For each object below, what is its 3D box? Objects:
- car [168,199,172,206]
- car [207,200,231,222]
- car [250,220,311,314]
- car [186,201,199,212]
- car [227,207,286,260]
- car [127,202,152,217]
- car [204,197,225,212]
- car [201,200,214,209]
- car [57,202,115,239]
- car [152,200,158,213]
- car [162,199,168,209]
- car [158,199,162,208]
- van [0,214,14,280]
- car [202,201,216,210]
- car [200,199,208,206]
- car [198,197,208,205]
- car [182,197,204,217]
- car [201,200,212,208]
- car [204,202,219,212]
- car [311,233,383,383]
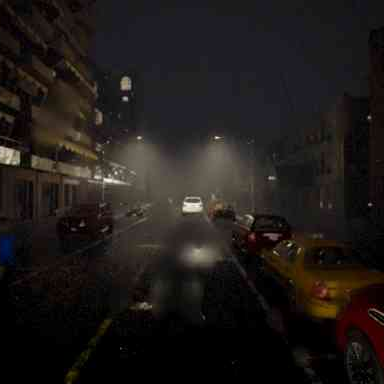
[{"bbox_3d":[-5.711,2.150,68.332,1.967,1.590,4.097,0,-1,0],"label":"car"},{"bbox_3d":[2.682,1.731,29.563,1.967,1.590,4.097,0,-1,0],"label":"car"},{"bbox_3d":[2.689,1.599,7.575,1.752,1.417,4.829,0,-1,0],"label":"car"},{"bbox_3d":[0.086,2.013,48.557,1.812,1.442,4.674,0,0,0],"label":"car"},{"bbox_3d":[2.687,1.566,12.945,1.967,1.590,4.097,0,-1,0],"label":"car"},{"bbox_3d":[-5.700,1.911,35.099,1.947,1.339,4.313,0,-1,0],"label":"car"},{"bbox_3d":[2.681,1.661,35.104,2.192,1.841,5.009,0,-1,0],"label":"car"},{"bbox_3d":[2.673,2.136,57.254,2.008,1.369,4.403,0,-1,0],"label":"car"},{"bbox_3d":[-5.695,1.495,18.483,2.192,1.841,5.009,0,-1,0],"label":"car"},{"bbox_3d":[-5.702,1.953,40.637,2.008,1.369,4.403,0,-1,0],"label":"car"},{"bbox_3d":[-5.708,2.024,57.253,1.967,1.590,4.097,0,-1,0],"label":"car"},{"bbox_3d":[-5.704,2.011,46.175,2.008,1.369,4.403,0,-1,0],"label":"car"},{"bbox_3d":[-5.691,1.412,7.405,1.690,1.788,3.998,0,-1,0],"label":"van"},{"bbox_3d":[2.674,2.088,51.717,1.947,1.339,4.313,0,-1,0],"label":"car"},{"bbox_3d":[2.668,2.301,74.042,1.752,1.417,4.829,0,-1,0],"label":"car"},{"bbox_3d":[2.667,2.151,79.414,2.192,1.841,5.009,0,-1,0],"label":"car"},{"bbox_3d":[0.089,1.582,36.426,2.150,2.045,5.566,0,0,0],"label":"car"},{"bbox_3d":[2.671,2.214,62.793,1.947,1.339,4.313,0,-1,0],"label":"car"},{"bbox_3d":[2.677,2.044,46.177,1.802,1.307,4.206,0,-1,0],"label":"car"},{"bbox_3d":[2.691,1.334,1.868,2.192,1.841,5.009,0,-1,0],"label":"car"}]
